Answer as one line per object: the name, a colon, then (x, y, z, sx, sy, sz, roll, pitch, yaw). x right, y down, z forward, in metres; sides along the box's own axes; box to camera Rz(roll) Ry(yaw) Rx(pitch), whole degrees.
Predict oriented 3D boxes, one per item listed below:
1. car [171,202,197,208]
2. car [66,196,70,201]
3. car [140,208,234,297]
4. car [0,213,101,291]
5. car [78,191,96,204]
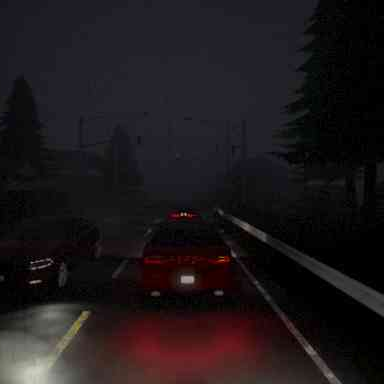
car: (-0.477, 1.324, 18.856, 1.837, 1.490, 4.892, 0, 1, -2)
car: (-22.005, 0.941, 55.591, 2.242, 1.667, 4.611, 0, 1, -3)
car: (-0.152, 1.395, 8.449, 1.882, 1.535, 5.008, 0, 1, -2)
car: (-3.847, 1.390, 8.977, 1.882, 1.535, 5.008, 0, 1, -2)
car: (-16.163, 0.814, 51.498, 1.905, 1.878, 3.866, 0, 1, -3)
